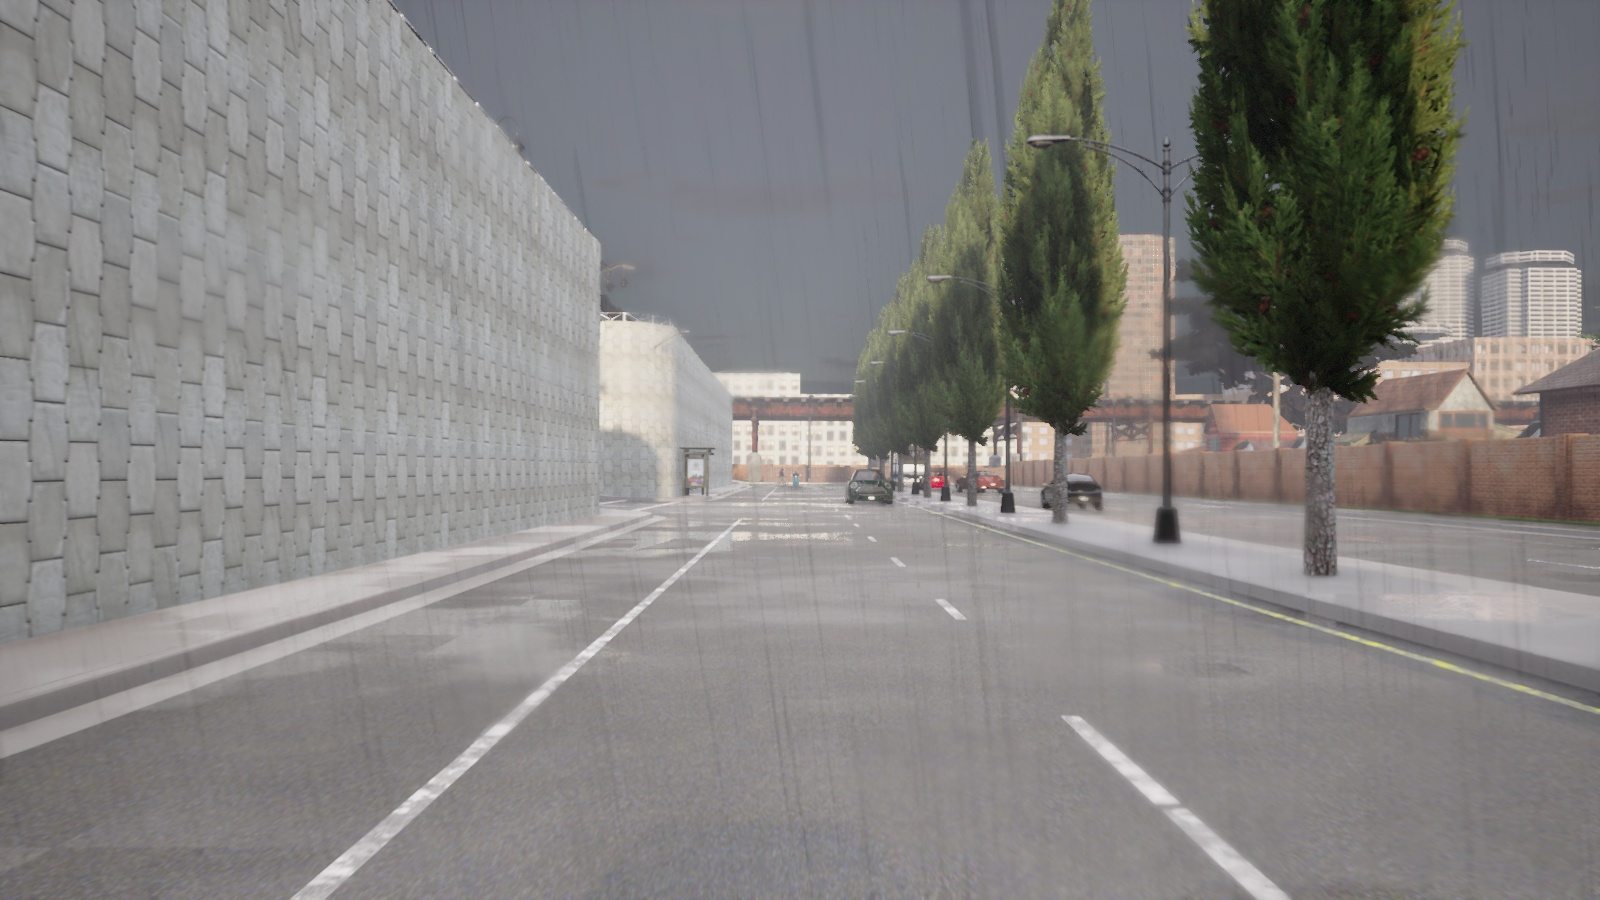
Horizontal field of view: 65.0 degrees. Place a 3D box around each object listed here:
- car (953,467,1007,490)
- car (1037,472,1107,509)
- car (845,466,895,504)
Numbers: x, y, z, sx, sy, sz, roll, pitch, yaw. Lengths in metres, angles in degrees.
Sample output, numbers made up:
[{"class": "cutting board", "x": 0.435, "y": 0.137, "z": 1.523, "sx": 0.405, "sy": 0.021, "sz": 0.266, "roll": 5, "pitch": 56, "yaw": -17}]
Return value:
[{"class": "car", "x": 13.093, "y": 2.075, "z": 91.735, "sx": 2.152, "sy": 1.651, "sz": 5.027, "roll": 0, "pitch": -1, "yaw": -14}, {"class": "car", "x": 11.343, "y": 1.654, "z": 52.624, "sx": 1.837, "sy": 1.490, "sz": 4.892, "roll": 0, "pitch": -1, "yaw": 0}, {"class": "car", "x": 3.321, "y": 1.664, "z": 60.227, "sx": 2.097, "sy": 1.767, "sz": 4.553, "roll": 0, "pitch": -1, "yaw": 0}]
